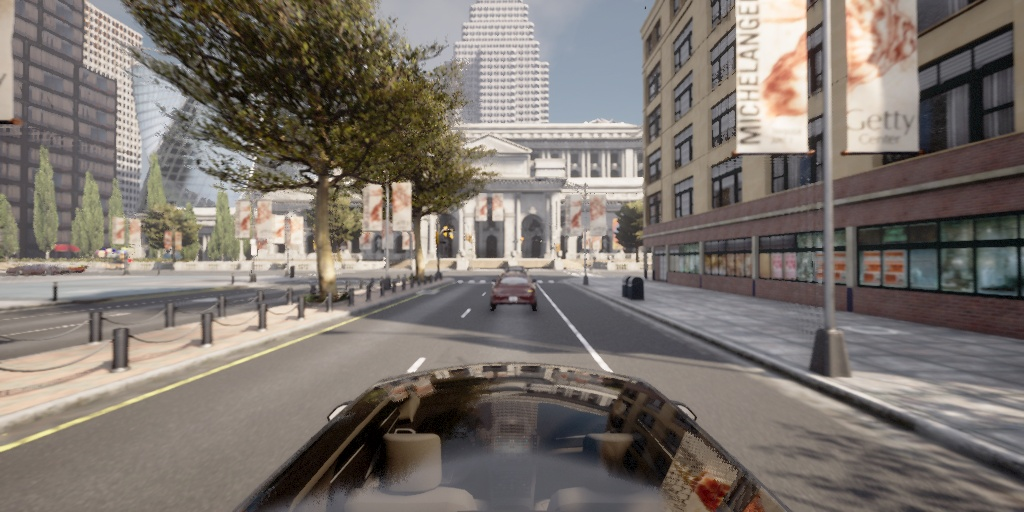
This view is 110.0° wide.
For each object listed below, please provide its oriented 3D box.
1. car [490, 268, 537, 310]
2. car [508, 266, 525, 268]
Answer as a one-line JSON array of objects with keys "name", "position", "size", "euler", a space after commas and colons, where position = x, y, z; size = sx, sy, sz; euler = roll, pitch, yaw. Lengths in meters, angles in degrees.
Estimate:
[{"name": "car", "position": [0.096, 1.415, 15.388], "size": [1.812, 1.442, 4.674], "euler": [0, 0, 1]}, {"name": "car", "position": [0.372, 1.546, 29.998], "size": [1.837, 1.490, 4.892], "euler": [0, 0, 3]}]
